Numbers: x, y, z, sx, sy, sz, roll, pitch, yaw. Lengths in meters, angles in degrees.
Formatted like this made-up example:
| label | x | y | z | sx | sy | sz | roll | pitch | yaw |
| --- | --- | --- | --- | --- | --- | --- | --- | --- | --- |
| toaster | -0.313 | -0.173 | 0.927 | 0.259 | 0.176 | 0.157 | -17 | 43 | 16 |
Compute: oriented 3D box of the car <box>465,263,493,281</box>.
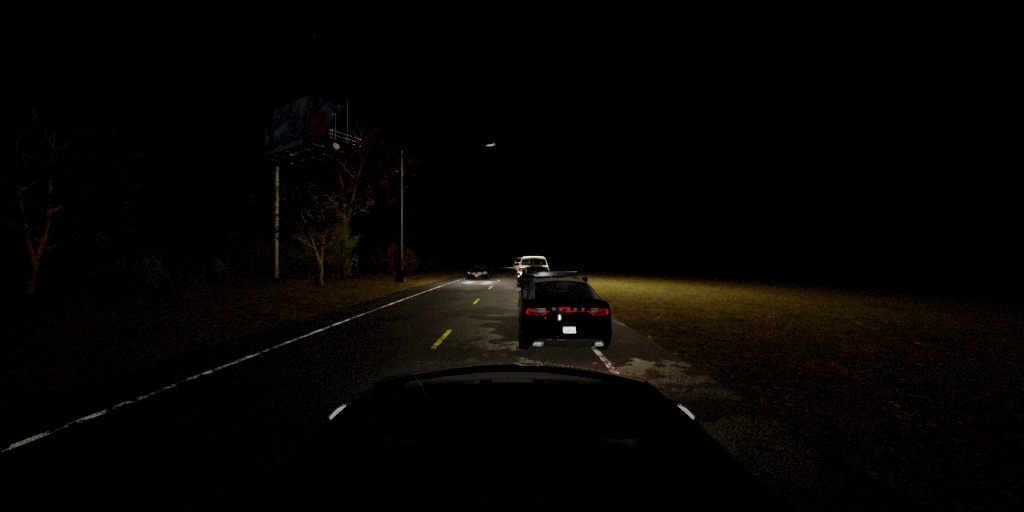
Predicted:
| label | x | y | z | sx | sy | sz | roll | pitch | yaw |
| --- | --- | --- | --- | --- | --- | --- | --- | --- | --- |
| car | -2.814 | 1.388 | 31.842 | 1.812 | 1.442 | 4.674 | 0 | 0 | 2 |

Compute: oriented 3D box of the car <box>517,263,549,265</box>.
| label | x | y | z | sx | sy | sz | roll | pitch | yaw |
| --- | --- | --- | --- | --- | --- | --- | --- | --- | --- |
| car | 1.288 | 1.296 | 19.131 | 1.837 | 1.490 | 4.892 | 0 | 0 | 1 |

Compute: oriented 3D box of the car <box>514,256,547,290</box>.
| label | x | y | z | sx | sy | sz | roll | pitch | yaw |
| --- | --- | --- | --- | --- | --- | --- | --- | --- | --- |
| car | 1.461 | 1.044 | 25.140 | 2.150 | 2.045 | 5.566 | 0 | 0 | 2 |

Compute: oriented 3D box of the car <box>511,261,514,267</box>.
| label | x | y | z | sx | sy | sz | roll | pitch | yaw |
| --- | --- | --- | --- | --- | --- | --- | --- | --- | --- |
| car | 1.423 | 1.203 | 46.485 | 2.150 | 2.045 | 5.566 | 0 | 0 | 4 |

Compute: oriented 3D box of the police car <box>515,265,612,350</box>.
| label | x | y | z | sx | sy | sz | roll | pitch | yaw |
| --- | --- | --- | --- | --- | --- | --- | --- | --- | --- |
| police car | 1.104 | 1.184 | 9.275 | 1.930 | 1.638 | 5.238 | 0 | 0 | 1 |
